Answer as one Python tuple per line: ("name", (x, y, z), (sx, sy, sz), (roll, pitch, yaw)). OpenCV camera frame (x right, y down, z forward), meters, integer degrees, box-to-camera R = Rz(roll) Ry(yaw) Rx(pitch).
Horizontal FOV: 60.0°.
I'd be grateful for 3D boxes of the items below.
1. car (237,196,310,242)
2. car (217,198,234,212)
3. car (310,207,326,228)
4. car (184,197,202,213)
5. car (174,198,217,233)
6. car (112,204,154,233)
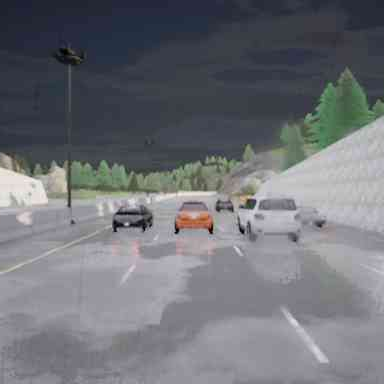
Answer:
("car", (3.603, 1.207, 16.302), (2.150, 2.045, 5.566), (0, 0, 0))
("car", (3.608, 1.459, 37.873), (2.128, 1.511, 4.902), (0, 0, 0))
("car", (7.104, 1.582, 22.105), (1.895, 1.301, 4.718), (0, 0, 0))
("car", (0.107, 1.445, 38.363), (1.882, 1.535, 5.008), (0, 0, 0))
("car", (0.103, 1.335, 19.595), (2.097, 1.767, 4.553), (0, 0, 0))
("car", (-3.398, 1.474, 19.761), (2.128, 1.511, 4.902), (0, 0, 0))
